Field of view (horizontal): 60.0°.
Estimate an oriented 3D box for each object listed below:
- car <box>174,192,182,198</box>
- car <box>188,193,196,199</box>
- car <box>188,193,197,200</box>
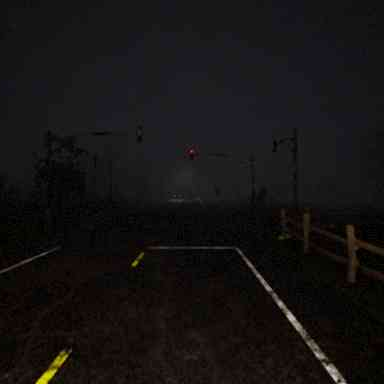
[{"bbox_3d":[-3.483,0.798,81.742,1.837,1.490,4.892,0,0,0],"label":"car"},{"bbox_3d":[0.019,1.000,87.572,1.837,1.490,4.892,0,0,0],"label":"car"},{"bbox_3d":[0.017,1.043,77.537,2.097,1.767,4.553,0,0,0],"label":"car"}]
